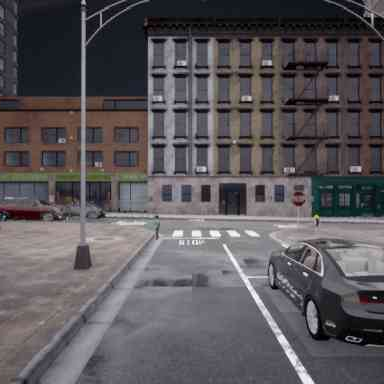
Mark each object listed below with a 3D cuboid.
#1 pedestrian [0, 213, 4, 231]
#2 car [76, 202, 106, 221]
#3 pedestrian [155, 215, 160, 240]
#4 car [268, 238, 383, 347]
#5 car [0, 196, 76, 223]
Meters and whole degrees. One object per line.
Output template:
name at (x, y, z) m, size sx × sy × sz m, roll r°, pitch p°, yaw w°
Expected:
pedestrian at (-9.396, 1.372, 16.216) m, size 0.500 × 1.100 × 0.500 m, roll 0°, pitch 0°, yaw 0°
car at (-8.743, 1.430, 25.461) m, size 4.181 × 1.385 × 1.994 m, roll 1°, pitch 0°, yaw 0°
pedestrian at (-1.646, 1.675, 15.614) m, size 0.500 × 1.100 × 0.500 m, roll 0°, pitch 0°, yaw 0°
car at (2.639, 1.551, 6.307) m, size 2.008 × 1.369 × 4.403 m, roll 0°, pitch 0°, yaw 0°
car at (-10.680, 1.159, 22.519) m, size 4.553 × 1.767 × 2.097 m, roll 1°, pitch 0°, yaw 0°
